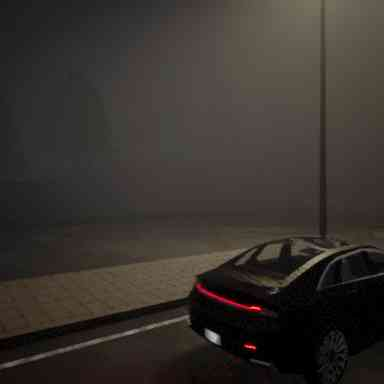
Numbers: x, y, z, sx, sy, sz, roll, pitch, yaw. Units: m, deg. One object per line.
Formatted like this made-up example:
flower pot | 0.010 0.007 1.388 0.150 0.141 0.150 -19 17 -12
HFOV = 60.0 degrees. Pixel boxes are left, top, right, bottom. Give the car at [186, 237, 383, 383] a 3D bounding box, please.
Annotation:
car | 2.213 1.486 5.326 4.902 1.511 2.128 0 0 -36
